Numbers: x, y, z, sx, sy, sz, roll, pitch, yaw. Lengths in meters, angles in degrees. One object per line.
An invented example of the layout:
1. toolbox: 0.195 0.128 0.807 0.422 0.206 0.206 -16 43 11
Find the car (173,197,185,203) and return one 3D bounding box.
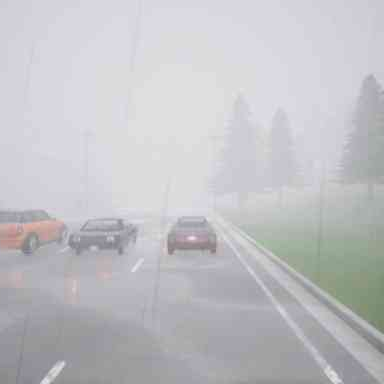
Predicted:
1. car: -3.481 2.370 91.788 1.812 1.442 4.674 0 -1 0

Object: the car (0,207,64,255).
1. car: -6.995 1.484 14.083 2.097 1.767 4.553 0 -1 0

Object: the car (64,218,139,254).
1. car: -3.496 1.735 14.104 1.895 1.301 4.718 0 -1 0

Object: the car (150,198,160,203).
1. car: -10.481 2.415 92.453 1.994 1.385 4.181 0 -1 0

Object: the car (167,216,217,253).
1. car: 0.005 1.700 14.283 1.994 1.385 4.181 0 0 0

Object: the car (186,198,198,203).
1. car: 0.019 2.461 92.198 1.895 1.301 4.718 0 -1 0

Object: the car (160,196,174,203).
1. car: -6.981 2.089 92.162 2.150 2.045 5.566 0 -1 0
